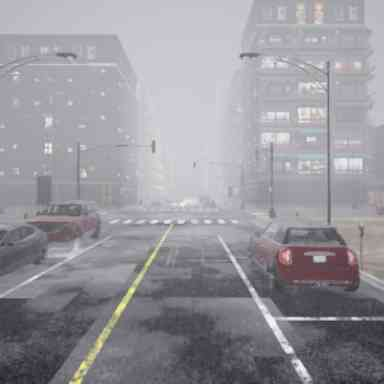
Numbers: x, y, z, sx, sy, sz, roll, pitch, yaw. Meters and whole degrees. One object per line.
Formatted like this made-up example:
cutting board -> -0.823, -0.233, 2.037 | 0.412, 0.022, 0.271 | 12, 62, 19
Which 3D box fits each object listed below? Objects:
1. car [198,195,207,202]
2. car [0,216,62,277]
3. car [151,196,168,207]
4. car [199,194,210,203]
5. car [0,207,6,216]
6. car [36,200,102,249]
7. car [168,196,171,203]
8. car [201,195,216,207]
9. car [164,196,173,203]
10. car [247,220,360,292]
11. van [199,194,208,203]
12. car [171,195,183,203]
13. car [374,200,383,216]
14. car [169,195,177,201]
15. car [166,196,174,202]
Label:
car -> 2.566, 1.505, 80.943 | 1.967, 1.590, 4.097 | 1, 0, 0
car -> -5.445, 1.568, 9.032 | 1.947, 1.339, 4.313 | 1, 0, 0
car -> -5.442, 1.578, 52.598 | 2.008, 1.369, 4.403 | 1, 0, 0
car -> 2.569, 1.364, 69.631 | 2.192, 1.841, 5.009 | 1, 0, 0
car -> -19.342, 1.548, 30.277 | 4.403, 1.369, 2.008 | 0, -1, 1
car -> -5.442, 1.319, 14.679 | 2.192, 1.841, 5.009 | 1, 0, 0
car -> -5.314, 1.631, 69.571 | 1.802, 1.307, 4.206 | 1, 0, 0
car -> 2.698, 1.550, 50.143 | 1.752, 1.417, 4.829 | 1, 0, 0
car -> -5.314, 1.582, 75.059 | 1.752, 1.417, 4.829 | 1, 0, 0
car -> 2.704, 1.442, 8.980 | 1.967, 1.590, 4.097 | 1, 0, 0
van -> 2.602, 1.382, 63.977 | 1.690, 1.788, 3.998 | 1, 0, 0
car -> -2.757, 1.642, 68.082 | 1.895, 1.301, 4.718 | 0, 0, 0
car -> 18.684, 1.360, 29.689 | 4.097, 1.590, 1.967 | 0, -1, 1
car -> -5.317, 1.635, 92.203 | 2.008, 1.369, 4.403 | 1, 0, 0
car -> -5.316, 1.647, 80.887 | 1.802, 1.307, 4.206 | 1, 0, 0
